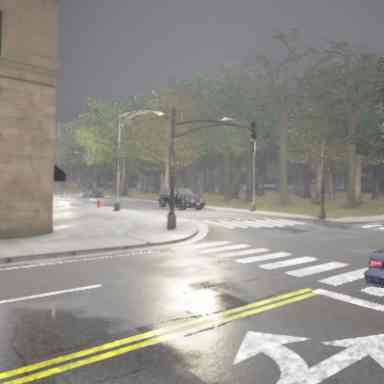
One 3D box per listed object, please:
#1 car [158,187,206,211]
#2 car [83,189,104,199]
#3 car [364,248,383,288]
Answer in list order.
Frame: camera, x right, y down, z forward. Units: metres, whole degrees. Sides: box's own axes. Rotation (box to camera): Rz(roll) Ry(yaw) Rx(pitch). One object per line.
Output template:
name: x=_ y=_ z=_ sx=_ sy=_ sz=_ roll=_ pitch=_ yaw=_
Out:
car: x=-1.074 y=0.592 z=30.660 sx=2.150 sy=2.045 sz=5.566 roll=2 pitch=1 yaw=-36
car: x=-14.580 y=0.294 z=49.322 sx=1.994 sy=1.385 sz=4.181 roll=2 pitch=1 yaw=-36
car: x=6.185 y=1.540 z=7.852 sx=5.357 sy=1.411 sz=2.033 roll=0 pitch=0 yaw=-35
